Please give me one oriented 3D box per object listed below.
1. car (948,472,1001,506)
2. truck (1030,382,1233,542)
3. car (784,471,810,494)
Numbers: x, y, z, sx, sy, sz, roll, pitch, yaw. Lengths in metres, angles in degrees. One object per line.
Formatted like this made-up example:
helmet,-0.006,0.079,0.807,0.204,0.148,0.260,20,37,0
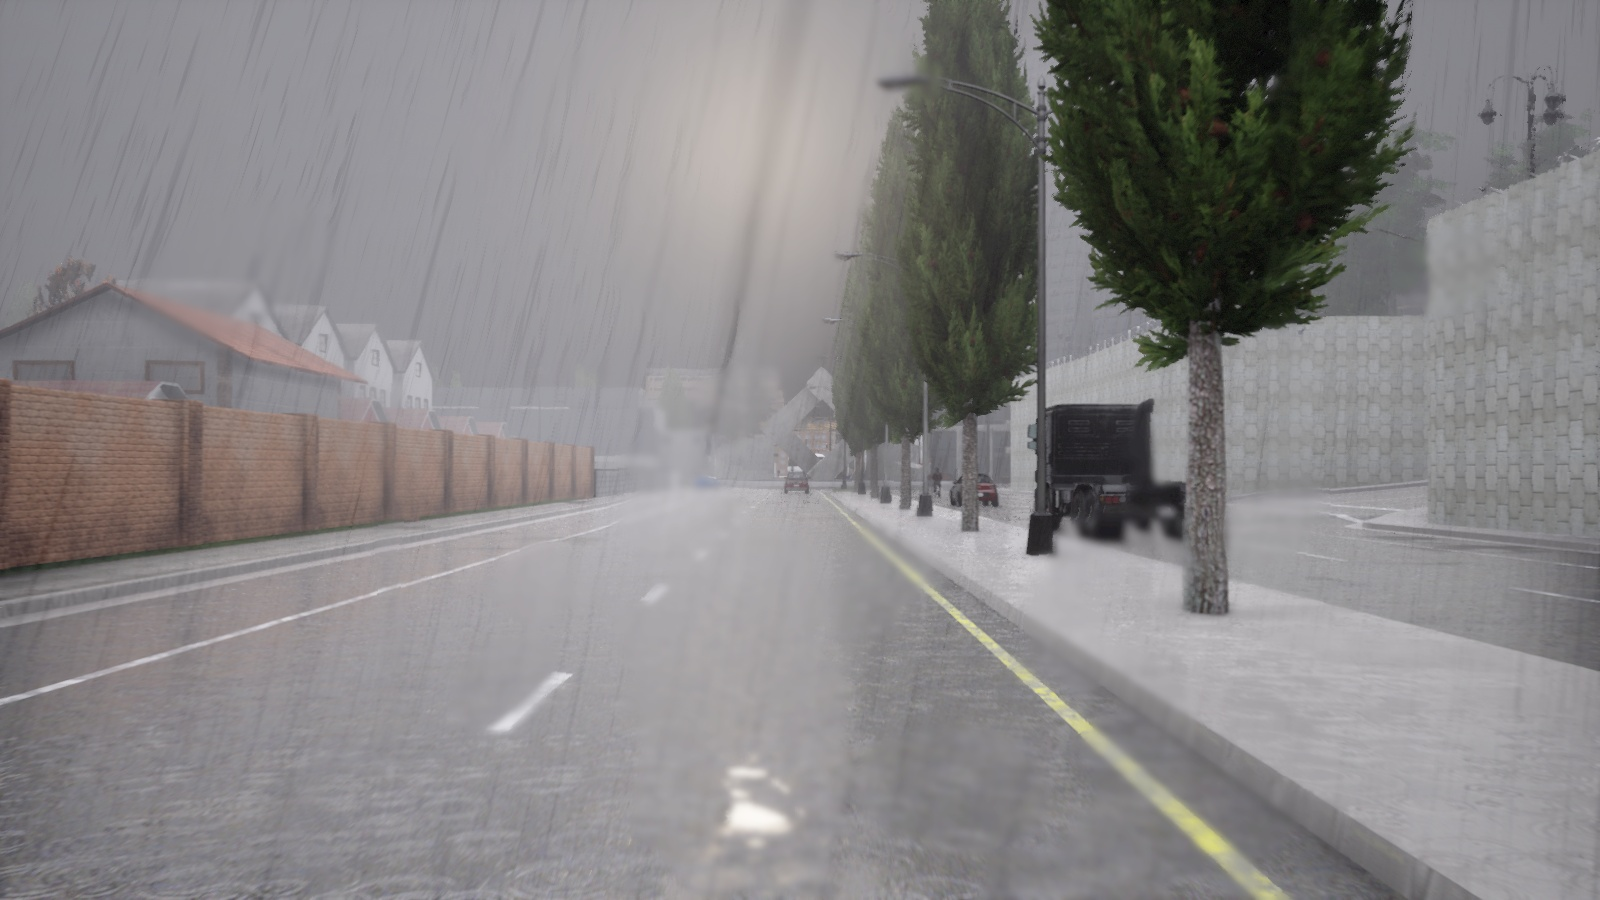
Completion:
car,7.860,1.741,56.992,1.816,1.474,4.193,-1,-1,0
truck,7.920,0.324,31.230,2.891,3.462,7.936,0,-1,0
car,-0.219,2.246,86.706,1.789,1.549,3.705,0,-1,0
